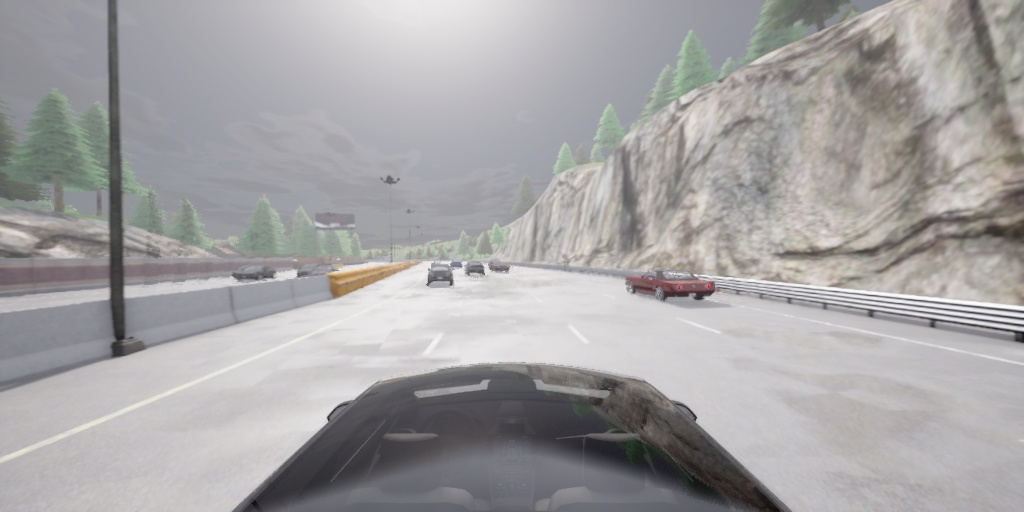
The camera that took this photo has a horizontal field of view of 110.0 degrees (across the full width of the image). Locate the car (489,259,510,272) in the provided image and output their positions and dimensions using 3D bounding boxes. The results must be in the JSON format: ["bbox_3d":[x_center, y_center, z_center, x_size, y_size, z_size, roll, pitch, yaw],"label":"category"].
[{"bbox_3d":[-1.709,1.389,46.174,1.895,1.301,4.718,-1,0,-15],"label":"car"}]

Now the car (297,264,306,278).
[{"bbox_3d":[-22.528,1.630,40.347,1.837,1.490,4.892,-1,1,-13],"label":"car"}]

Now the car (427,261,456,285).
[{"bbox_3d":[-5.368,1.369,27.053,1.812,1.442,4.674,-1,0,-10],"label":"car"}]

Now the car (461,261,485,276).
[{"bbox_3d":[-4.125,1.331,39.187,1.837,1.490,4.892,0,0,-12],"label":"car"}]

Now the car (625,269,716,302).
[{"bbox_3d":[6.867,1.242,16.277,1.895,1.301,4.718,-1,0,-6],"label":"car"}]

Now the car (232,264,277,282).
[{"bbox_3d":[-24.921,1.643,35.133,1.882,1.535,5.008,-1,0,-12],"label":"car"}]

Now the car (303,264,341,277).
[{"bbox_3d":[-17.476,1.607,33.633,1.994,1.385,4.181,-1,0,-11],"label":"car"}]

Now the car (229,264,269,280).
[{"bbox_3d":[-29.782,1.746,40.830,1.837,1.490,4.892,-1,2,-12],"label":"car"}]
